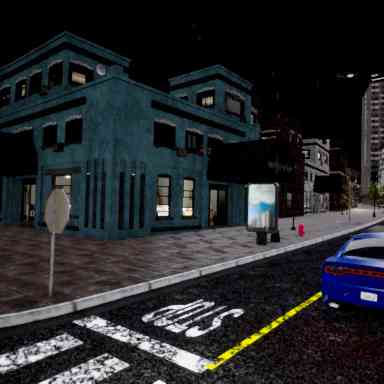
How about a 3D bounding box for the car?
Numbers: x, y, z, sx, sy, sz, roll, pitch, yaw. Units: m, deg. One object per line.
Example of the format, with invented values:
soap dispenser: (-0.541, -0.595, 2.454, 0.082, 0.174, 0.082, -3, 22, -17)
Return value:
car: (4.480, 1.647, 7.443, 1.882, 1.535, 5.008, 0, -2, 39)
